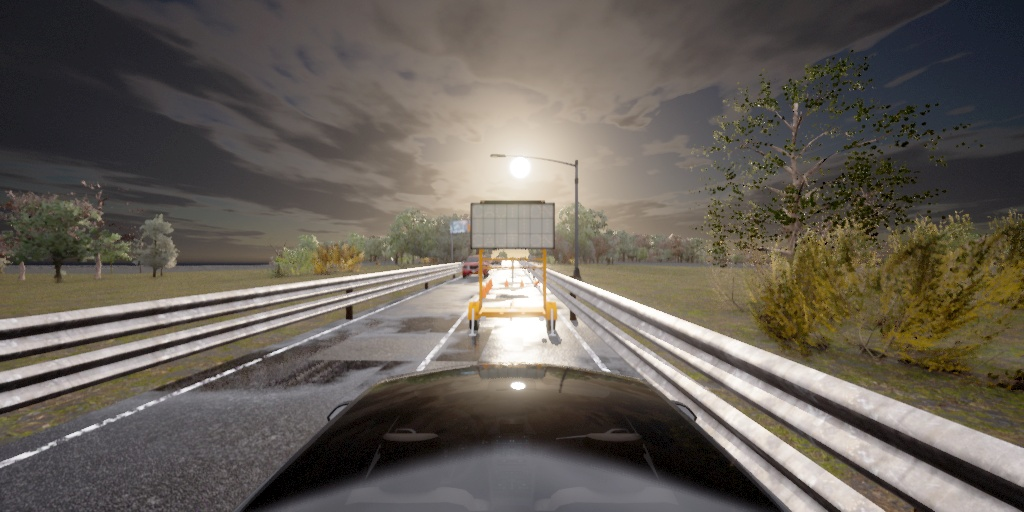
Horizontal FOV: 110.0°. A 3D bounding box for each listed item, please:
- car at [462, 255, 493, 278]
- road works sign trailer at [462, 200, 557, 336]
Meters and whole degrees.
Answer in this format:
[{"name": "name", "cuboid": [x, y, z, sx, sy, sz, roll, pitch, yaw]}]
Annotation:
[{"name": "car", "cuboid": [-3.308, 0.968, 33.559, 2.150, 2.045, 5.566, 0, 0, 0]}, {"name": "road works sign trailer", "cuboid": [0.021, 0.213, 10.354, 2.380, 3.560, 2.880, 0, 0, 0]}]
